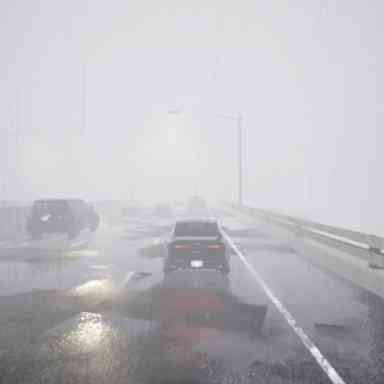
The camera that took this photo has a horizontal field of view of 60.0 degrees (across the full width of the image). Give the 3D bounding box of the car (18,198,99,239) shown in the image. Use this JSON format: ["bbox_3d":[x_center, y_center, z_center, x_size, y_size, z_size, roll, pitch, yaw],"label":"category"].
[{"bbox_3d":[-6.803,1.342,18.102,2.150,2.045,5.566,0,0,1],"label":"car"}]

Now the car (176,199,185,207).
[{"bbox_3d":[-2.383,1.996,59.054,1.994,1.385,4.181,0,-1,2],"label":"car"}]

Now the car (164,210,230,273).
[{"bbox_3d":[0.139,1.578,10.937,1.837,1.490,4.892,0,0,0],"label":"car"}]

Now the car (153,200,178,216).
[{"bbox_3d":[-3.031,1.796,35.906,2.033,1.411,5.357,0,0,1],"label":"car"}]

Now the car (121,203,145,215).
[{"bbox_3d":[-6.502,1.857,36.981,1.895,1.301,4.718,0,0,1],"label":"car"}]

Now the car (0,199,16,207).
[{"bbox_3d":[-20.628,1.603,36.182,2.097,1.767,4.553,0,0,1],"label":"car"}]

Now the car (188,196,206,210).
[{"bbox_3d":[0.671,1.535,44.477,2.150,2.045,5.566,0,0,1],"label":"car"}]

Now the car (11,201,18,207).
[{"bbox_3d":[-17.130,1.851,36.047,1.895,1.301,4.718,0,0,1],"label":"car"}]
